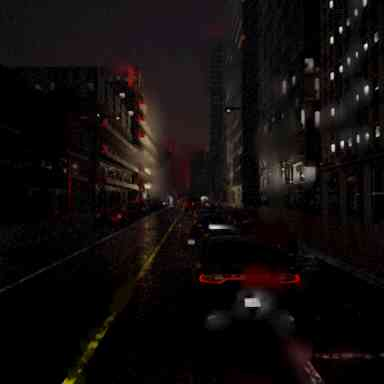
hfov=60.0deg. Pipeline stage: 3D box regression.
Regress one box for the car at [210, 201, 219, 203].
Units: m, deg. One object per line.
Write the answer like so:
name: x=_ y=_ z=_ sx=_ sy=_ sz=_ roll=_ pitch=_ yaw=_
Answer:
car: x=2.798 y=1.805 z=29.676 sx=1.887 sy=1.381 sz=4.507 roll=1 pitch=0 yaw=0

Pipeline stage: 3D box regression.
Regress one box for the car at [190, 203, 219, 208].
car: x=0.924 y=1.735 z=23.514 sx=1.812 sy=1.442 sz=4.674 roll=0 pitch=0 yaw=0

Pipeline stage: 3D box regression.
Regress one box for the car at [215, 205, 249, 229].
car: x=2.782 y=1.757 z=24.128 sx=1.887 sy=1.381 sz=4.507 roll=1 pitch=0 yaw=0

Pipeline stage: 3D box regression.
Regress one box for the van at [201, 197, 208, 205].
van: x=2.950 y=2.032 z=79.607 sx=1.690 sy=1.788 sz=3.998 roll=1 pitch=0 yaw=0

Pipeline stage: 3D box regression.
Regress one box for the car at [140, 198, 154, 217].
car: x=-5.564 y=1.758 z=35.173 sx=1.967 sy=1.590 sz=4.097 roll=1 pitch=0 yaw=0

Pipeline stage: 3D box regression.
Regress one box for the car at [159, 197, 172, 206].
car: x=-5.466 y=1.921 z=68.452 sx=2.192 sy=1.841 sz=5.009 roll=1 pitch=0 yaw=0

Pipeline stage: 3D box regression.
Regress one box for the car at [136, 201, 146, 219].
car: x=-5.582 y=1.815 z=29.625 sx=1.887 sy=1.381 sz=4.507 roll=1 pitch=0 yaw=0

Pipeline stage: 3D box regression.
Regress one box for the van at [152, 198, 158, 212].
van: x=-5.546 y=1.707 z=40.720 sx=1.690 sy=1.788 sz=3.998 roll=1 pitch=0 yaw=0

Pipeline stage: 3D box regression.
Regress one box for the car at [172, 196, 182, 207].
car: x=-2.802 y=2.052 z=65.169 sx=1.882 sy=1.535 sz=5.008 roll=0 pitch=0 yaw=0

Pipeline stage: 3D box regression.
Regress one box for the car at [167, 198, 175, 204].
car: x=-5.385 y=2.271 z=84.920 sx=1.752 sy=1.417 sz=4.829 roll=1 pitch=0 yaw=0

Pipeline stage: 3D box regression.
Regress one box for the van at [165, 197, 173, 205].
van: x=-5.405 y=2.041 z=79.545 sx=1.690 sy=1.788 sz=3.998 roll=1 pitch=0 yaw=0

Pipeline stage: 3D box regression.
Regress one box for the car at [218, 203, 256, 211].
car: x=2.767 y=1.603 z=18.581 sx=1.967 sy=1.590 sz=4.097 roll=1 pitch=0 yaw=0

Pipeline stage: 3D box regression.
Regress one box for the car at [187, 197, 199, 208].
car: x=0.177 y=1.861 z=58.097 sx=2.097 sy=1.767 sz=4.553 roll=0 pitch=-1 yaw=0

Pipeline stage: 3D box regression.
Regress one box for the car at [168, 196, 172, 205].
car: x=-5.482 y=1.998 z=62.905 sx=1.967 sy=1.590 sz=4.097 roll=1 pitch=0 yaw=0

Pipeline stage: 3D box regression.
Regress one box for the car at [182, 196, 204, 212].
car: x=0.151 y=1.615 z=44.715 sx=2.150 sy=2.045 sz=5.566 roll=0 pitch=0 yaw=0

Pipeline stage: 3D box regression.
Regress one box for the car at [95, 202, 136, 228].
car: x=-5.597 y=1.662 z=24.078 sx=1.967 sy=1.590 sz=4.097 roll=1 pitch=0 yaw=0

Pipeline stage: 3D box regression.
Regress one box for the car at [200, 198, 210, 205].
car: x=2.931 y=2.083 z=74.059 sx=1.967 sy=1.590 sz=4.097 roll=1 pitch=0 yaw=0

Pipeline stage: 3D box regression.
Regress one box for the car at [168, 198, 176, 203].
car: x=-5.369 y=2.375 z=90.635 sx=1.802 sy=1.307 sz=4.206 roll=1 pitch=0 yaw=0

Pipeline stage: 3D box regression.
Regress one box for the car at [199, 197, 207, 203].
car: x=2.981 y=2.224 z=90.702 sx=1.967 sy=1.590 sz=4.097 roll=1 pitch=0 yaw=0

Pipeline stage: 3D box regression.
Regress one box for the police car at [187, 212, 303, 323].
police car: x=0.927 y=1.493 z=7.625 sx=1.930 sy=1.638 sz=5.238 roll=0 pitch=0 yaw=0

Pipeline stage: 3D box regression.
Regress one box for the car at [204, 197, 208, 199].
car: x=2.865 y=1.979 z=52.036 sx=1.752 sy=1.417 sz=4.829 roll=1 pitch=0 yaw=0

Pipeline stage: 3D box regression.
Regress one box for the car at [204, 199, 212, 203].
car: x=2.831 y=1.907 z=40.771 sx=2.008 sy=1.369 sz=4.403 roll=1 pitch=0 yaw=0

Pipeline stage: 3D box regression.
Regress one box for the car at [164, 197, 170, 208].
car: x=-5.500 y=2.061 z=57.357 sx=2.008 sy=1.369 sz=4.403 roll=1 pitch=0 yaw=0

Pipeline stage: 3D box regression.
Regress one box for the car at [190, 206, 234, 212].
car: x=0.937 y=1.682 z=17.516 sx=1.812 sy=1.442 sz=4.674 roll=0 pitch=-1 yaw=0

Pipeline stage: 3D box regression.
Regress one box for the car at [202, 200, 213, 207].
car: x=2.896 y=2.130 z=62.962 sx=1.802 sy=1.307 sz=4.206 roll=1 pitch=0 yaw=0

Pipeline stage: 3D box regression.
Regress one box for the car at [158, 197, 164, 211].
car: x=-5.529 y=1.729 z=46.266 sx=2.192 sy=1.841 sz=5.009 roll=1 pitch=0 yaw=0
